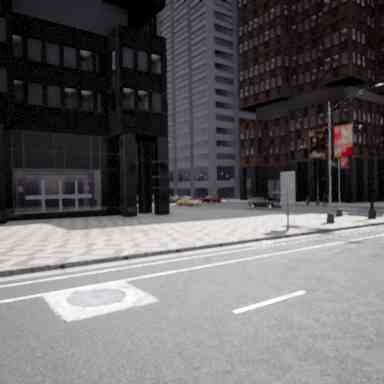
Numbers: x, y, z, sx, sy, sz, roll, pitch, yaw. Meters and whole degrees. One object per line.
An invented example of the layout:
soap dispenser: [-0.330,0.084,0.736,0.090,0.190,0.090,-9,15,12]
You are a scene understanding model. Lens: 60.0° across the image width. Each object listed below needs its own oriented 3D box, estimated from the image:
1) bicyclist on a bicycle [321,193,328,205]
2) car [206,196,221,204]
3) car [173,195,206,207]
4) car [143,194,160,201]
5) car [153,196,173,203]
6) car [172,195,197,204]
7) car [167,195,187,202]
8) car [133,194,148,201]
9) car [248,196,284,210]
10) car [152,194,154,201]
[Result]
bicyclist on a bicycle: [17.533,0.913,43.848,1.656,1.620,0.582,-2,1,-35]
car: [3.272,1.298,58.910,1.887,1.381,4.507,-2,1,-35]
car: [-0.422,1.458,49.410,1.752,1.417,4.829,-2,1,-35]
car: [-9.331,1.281,76.575,1.967,1.590,4.097,-2,1,-35]
car: [-4.654,1.475,60.055,1.994,1.385,4.181,-2,1,-35]
car: [-1.436,1.381,60.813,2.033,1.411,5.357,-2,1,-35]
car: [-3.128,1.322,67.882,1.752,1.417,4.829,-2,1,-35]
car: [-12.481,1.304,80.992,1.967,1.590,4.097,-2,1,-35]
car: [9.024,1.330,40.757,1.837,1.490,4.892,-2,1,-35]
car: [-7.623,1.362,69.433,1.812,1.442,4.674,-2,1,-35]
